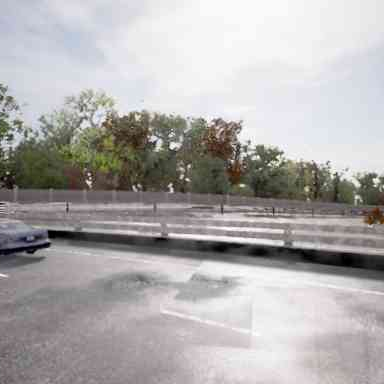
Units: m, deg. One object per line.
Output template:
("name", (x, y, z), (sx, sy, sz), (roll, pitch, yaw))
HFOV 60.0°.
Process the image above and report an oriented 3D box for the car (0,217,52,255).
("car", (-7.812, 1.688, 12.759), (5.357, 1.411, 2.033), (-1, 0, 28))
